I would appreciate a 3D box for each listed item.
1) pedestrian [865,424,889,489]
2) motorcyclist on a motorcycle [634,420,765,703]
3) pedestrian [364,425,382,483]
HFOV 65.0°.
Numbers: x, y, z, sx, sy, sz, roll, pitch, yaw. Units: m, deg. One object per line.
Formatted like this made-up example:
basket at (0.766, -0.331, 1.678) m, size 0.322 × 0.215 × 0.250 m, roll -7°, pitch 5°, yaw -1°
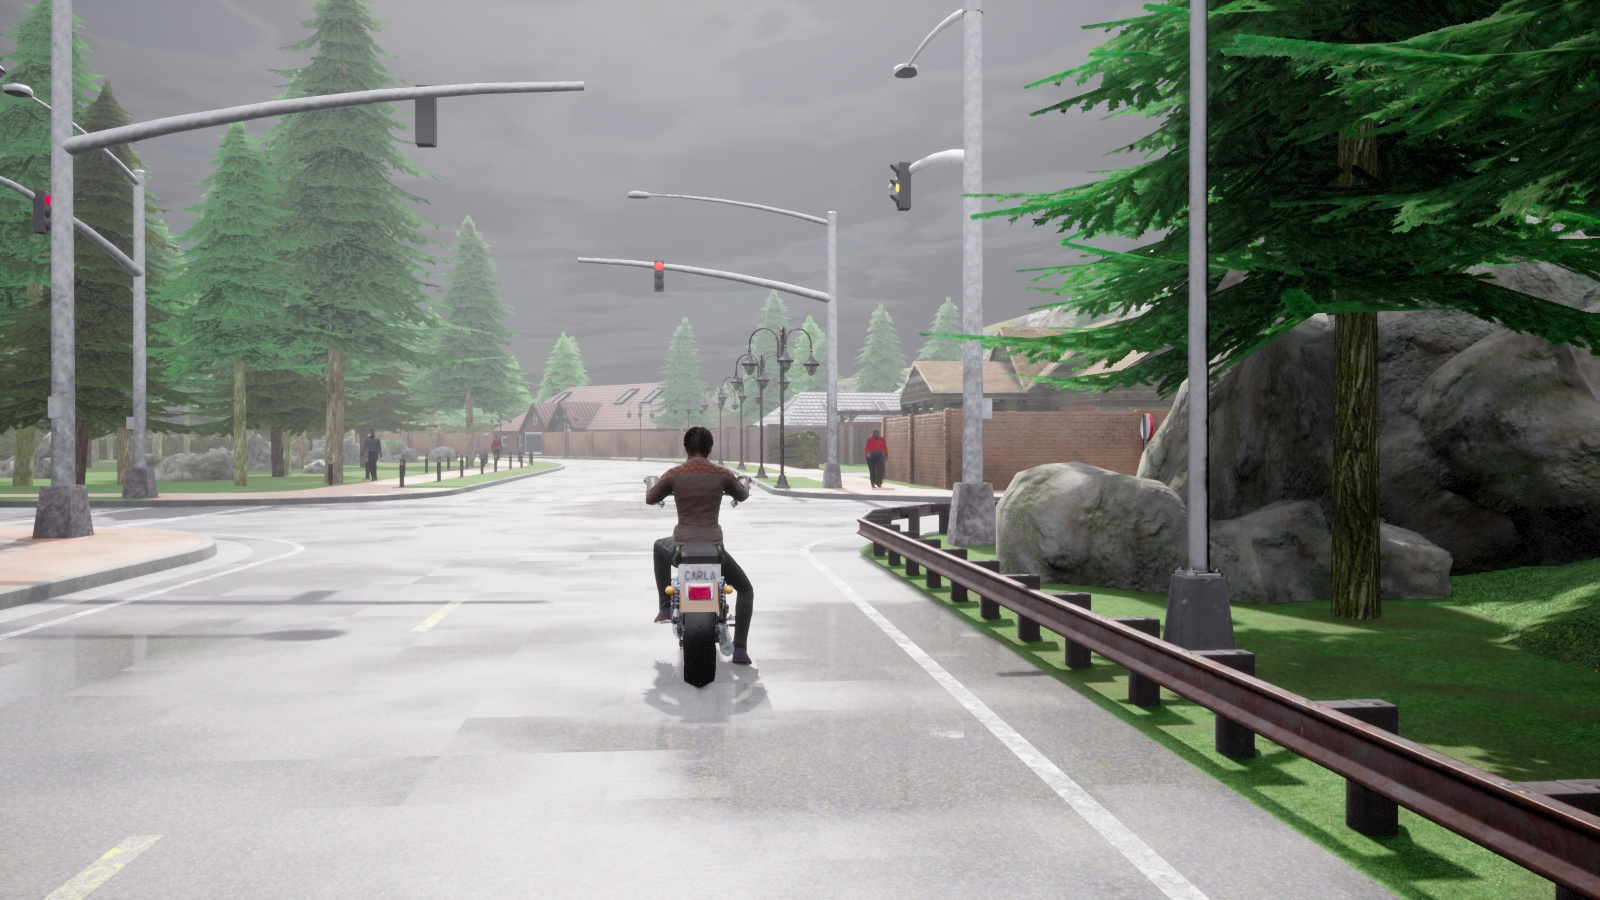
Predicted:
pedestrian at (2.207, 0.180, 36.037) m, size 0.634 × 1.844 × 0.899 m, roll 0°, pitch 0°, yaw 1°
motorcyclist on a motorcycle at (-0.693, 0.648, 8.534) m, size 0.766 × 1.649 × 2.350 m, roll 0°, pitch 0°, yaw -5°
pedestrian at (-14.526, 0.119, 42.733) m, size 0.423 × 1.949 × 0.788 m, roll 0°, pitch 0°, yaw -6°
